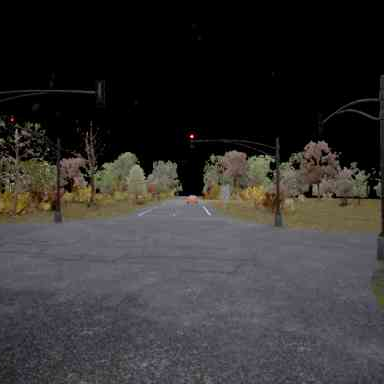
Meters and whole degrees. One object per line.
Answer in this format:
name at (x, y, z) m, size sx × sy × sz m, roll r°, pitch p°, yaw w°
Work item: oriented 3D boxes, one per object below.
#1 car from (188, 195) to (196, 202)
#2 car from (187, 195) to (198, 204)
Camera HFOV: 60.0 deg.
car at (0.080, 1.449, 77.994) m, size 1.812 × 1.442 × 4.674 m, roll 0°, pitch 0°, yaw 0°
car at (0.070, 1.424, 67.959) m, size 2.097 × 1.767 × 4.553 m, roll 0°, pitch 0°, yaw 0°
